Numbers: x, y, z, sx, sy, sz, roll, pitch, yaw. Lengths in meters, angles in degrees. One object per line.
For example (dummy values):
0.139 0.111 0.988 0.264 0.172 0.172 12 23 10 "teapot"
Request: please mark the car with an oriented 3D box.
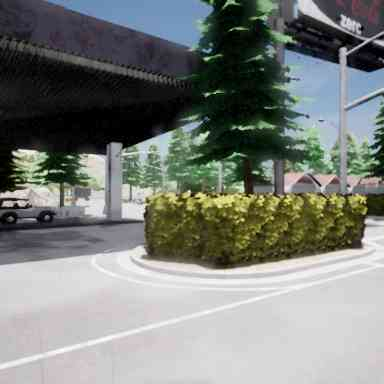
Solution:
-11.857 1.313 23.560 3.866 1.878 1.905 0 0 -36 "car"
